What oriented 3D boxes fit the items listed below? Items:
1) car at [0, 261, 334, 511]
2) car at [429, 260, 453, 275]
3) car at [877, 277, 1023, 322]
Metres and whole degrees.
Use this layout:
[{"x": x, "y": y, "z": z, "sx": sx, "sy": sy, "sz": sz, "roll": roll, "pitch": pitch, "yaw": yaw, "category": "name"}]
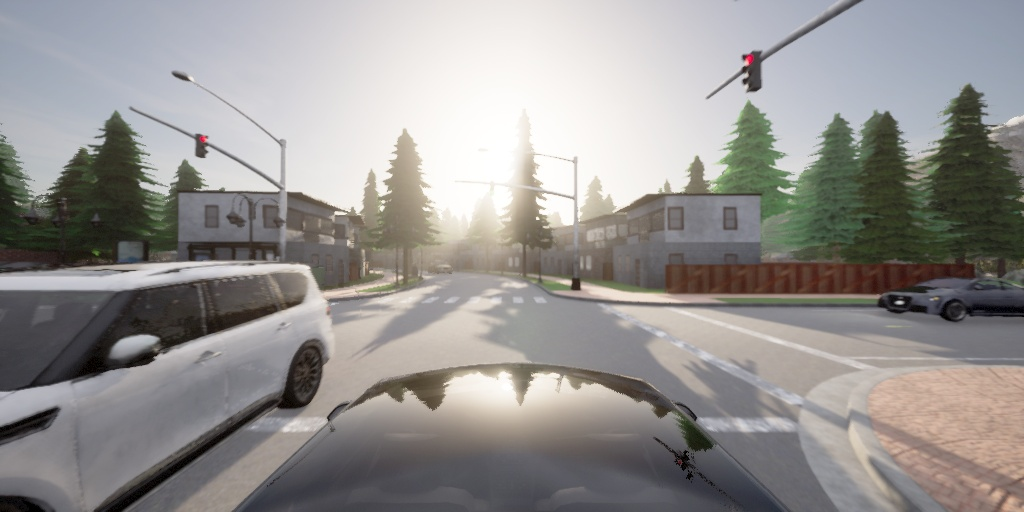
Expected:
[{"x": -3.743, "y": 1.104, "z": 3.266, "sx": 2.150, "sy": 2.045, "sz": 5.566, "roll": 0, "pitch": 1, "yaw": -2, "category": "car"}, {"x": -9.813, "y": 1.606, "z": 48.988, "sx": 2.150, "sy": 2.045, "sz": 5.566, "roll": 0, "pitch": 1, "yaw": -27, "category": "car"}, {"x": 15.327, "y": 1.417, "z": 12.292, "sx": 4.181, "sy": 1.385, "sz": 1.994, "roll": 0, "pitch": -1, "yaw": 2, "category": "car"}]
